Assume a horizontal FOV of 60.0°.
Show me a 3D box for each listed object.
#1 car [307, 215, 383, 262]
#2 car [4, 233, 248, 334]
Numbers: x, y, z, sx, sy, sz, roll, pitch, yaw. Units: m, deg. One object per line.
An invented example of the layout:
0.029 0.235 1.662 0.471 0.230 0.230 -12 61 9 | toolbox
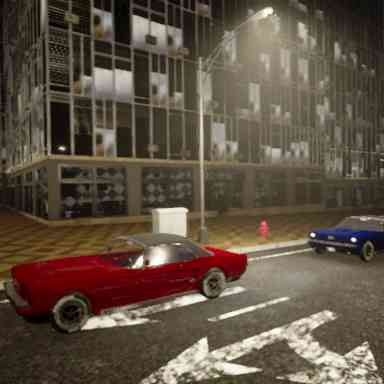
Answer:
6.340 1.557 12.152 4.718 1.301 1.895 0 0 -35 | car
-1.148 1.588 6.854 4.718 1.301 1.895 0 0 -35 | car
